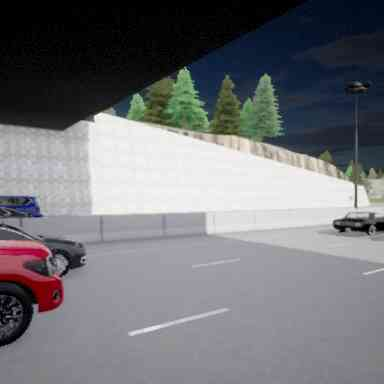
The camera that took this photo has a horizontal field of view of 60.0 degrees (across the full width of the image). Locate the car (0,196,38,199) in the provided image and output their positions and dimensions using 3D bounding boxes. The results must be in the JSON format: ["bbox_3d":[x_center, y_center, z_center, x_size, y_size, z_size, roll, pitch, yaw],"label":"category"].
[{"bbox_3d":[-12.437,1.244,20.913,5.566,2.045,2.150,1,0,-35],"label":"car"}]

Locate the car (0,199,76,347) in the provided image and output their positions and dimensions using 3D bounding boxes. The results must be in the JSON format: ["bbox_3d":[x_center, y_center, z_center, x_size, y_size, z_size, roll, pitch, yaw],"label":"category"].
[{"bbox_3d":[-4.802,1.208,4.621,5.566,2.045,2.150,0,0,-35],"label":"car"}]

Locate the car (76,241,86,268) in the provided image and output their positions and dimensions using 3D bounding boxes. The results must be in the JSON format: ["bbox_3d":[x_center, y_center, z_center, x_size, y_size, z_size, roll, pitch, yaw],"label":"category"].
[{"bbox_3d":[-5.262,1.511,8.590,4.892,1.490,1.837,1,-1,-35],"label":"car"}]

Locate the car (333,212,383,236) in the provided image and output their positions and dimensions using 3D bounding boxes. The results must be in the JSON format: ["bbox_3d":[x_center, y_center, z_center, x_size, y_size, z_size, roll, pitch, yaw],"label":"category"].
[{"bbox_3d":[10.537,1.830,19.859,4.718,1.301,1.895,1,0,-35],"label":"car"}]

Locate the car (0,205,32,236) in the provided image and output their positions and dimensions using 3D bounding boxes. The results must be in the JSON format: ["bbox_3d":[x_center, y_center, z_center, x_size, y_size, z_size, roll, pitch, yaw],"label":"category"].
[{"bbox_3d":[-11.235,1.516,17.471,4.892,1.490,1.837,1,0,-35],"label":"car"}]
